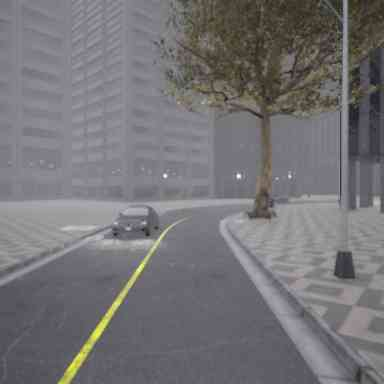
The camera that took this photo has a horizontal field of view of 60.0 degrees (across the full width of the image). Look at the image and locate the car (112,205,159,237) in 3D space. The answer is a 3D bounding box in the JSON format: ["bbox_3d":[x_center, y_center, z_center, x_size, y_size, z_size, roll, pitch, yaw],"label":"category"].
[{"bbox_3d":[-2.876,1.446,17.873,1.812,1.442,4.674,0,0,3],"label":"car"}]

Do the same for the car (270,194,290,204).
[{"bbox_3d":[14.395,1.187,55.164,4.892,1.490,1.837,-1,0,-41],"label":"car"}]
